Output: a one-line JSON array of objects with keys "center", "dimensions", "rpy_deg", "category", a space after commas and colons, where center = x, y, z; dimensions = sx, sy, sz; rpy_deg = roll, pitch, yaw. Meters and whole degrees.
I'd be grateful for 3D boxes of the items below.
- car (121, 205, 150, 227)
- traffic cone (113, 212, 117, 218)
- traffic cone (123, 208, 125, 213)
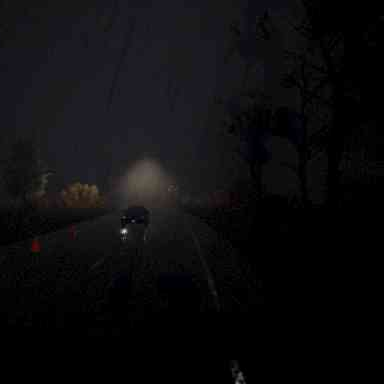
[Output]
[{"center": [-4.164, 1.747, 25.057], "dimensions": [1.812, 1.442, 4.674], "rpy_deg": [0, -1, -4], "category": "car"}, {"center": [-7.680, 2.265, 33.298], "dimensions": [0.340, 0.580, 0.340], "rpy_deg": [0, -1, -5], "category": "traffic cone"}, {"center": [-8.181, 2.319, 38.231], "dimensions": [0.340, 0.580, 0.340], "rpy_deg": [0, -1, -6], "category": "traffic cone"}]
